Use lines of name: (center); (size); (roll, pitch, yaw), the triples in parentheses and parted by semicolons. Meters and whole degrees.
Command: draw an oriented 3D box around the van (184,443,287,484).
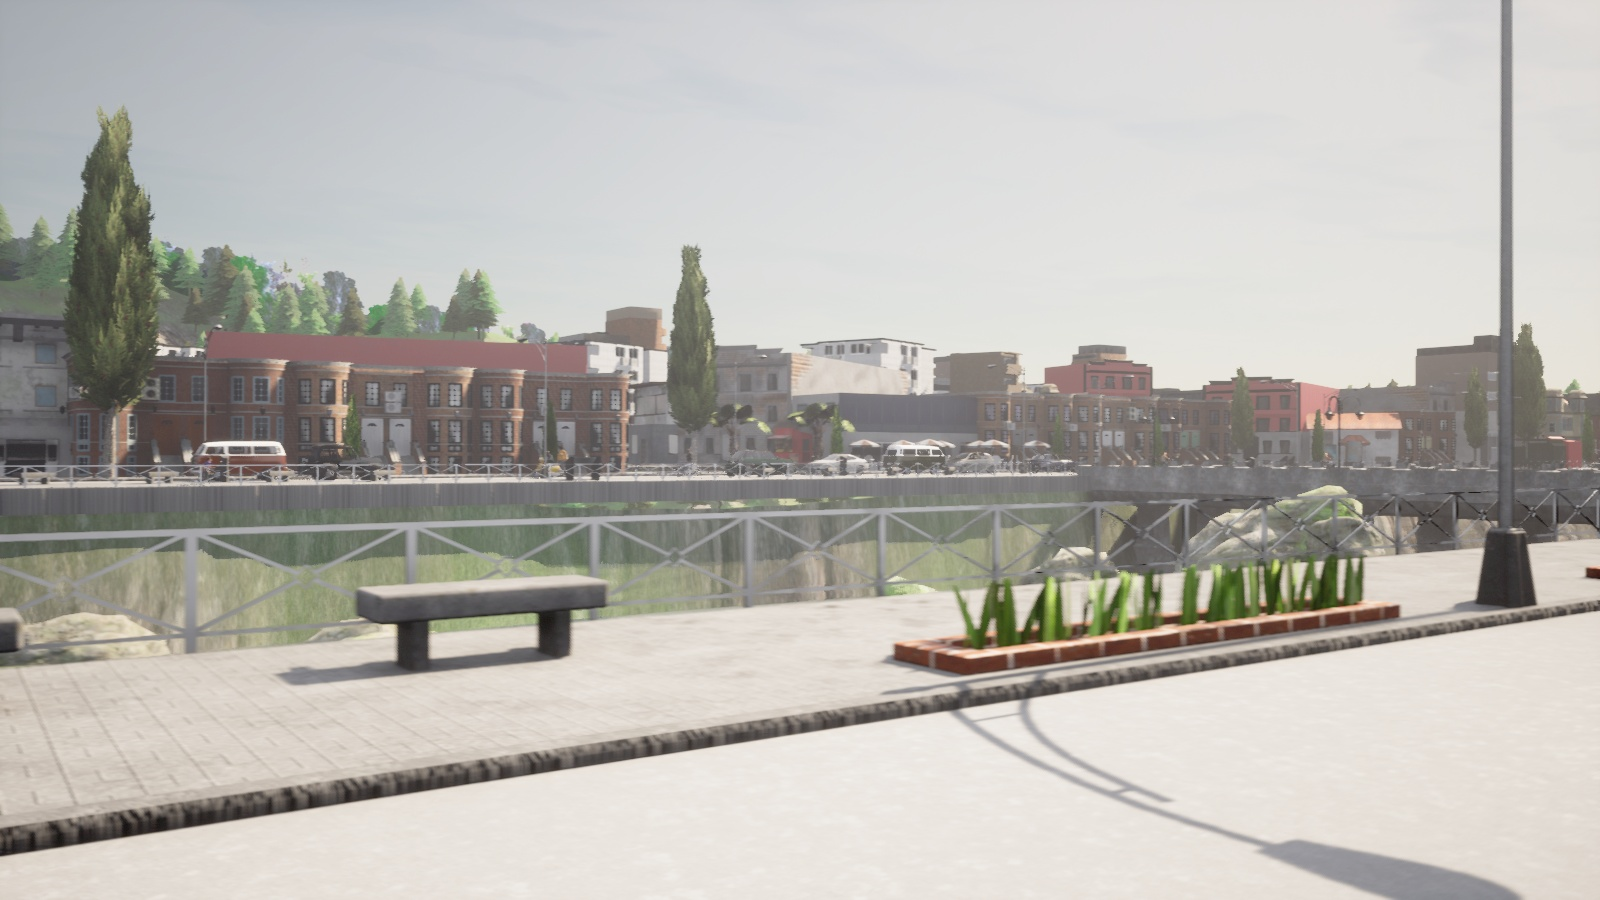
van: (-28.839, 0.686, 64.196); (4.480, 2.038, 2.069); (0, 0, -35)

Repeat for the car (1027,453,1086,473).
car: (18.930, 0.945, 92.591); (4.193, 1.474, 1.816); (0, 0, -35)

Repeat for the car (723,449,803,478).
car: (-2.293, 0.799, 77.810); (4.553, 1.767, 2.097); (0, 0, -35)

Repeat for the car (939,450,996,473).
car: (12.375, 0.844, 92.899); (3.988, 1.617, 1.851); (0, 0, -35)

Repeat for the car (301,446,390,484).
car: (-22.931, 0.745, 63.437); (3.866, 1.878, 1.905); (0, 0, -35)

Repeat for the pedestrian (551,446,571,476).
pedestrian: (-14.696, 0.675, 77.127); (0.900, 1.855, 0.874); (0, 0, -38)

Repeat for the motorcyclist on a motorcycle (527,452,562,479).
motorcyclist on a motorcycle: (-15.006, 0.911, 73.829); (1.817, 1.590, 0.866); (0, 0, -35)

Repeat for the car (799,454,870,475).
car: (2.401, 0.976, 85.952); (4.674, 1.442, 1.812); (0, 0, -35)

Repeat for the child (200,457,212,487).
child: (-24.772, 0.915, 52.362); (0.437, 1.263, 0.270); (0, 0, -34)

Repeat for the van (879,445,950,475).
van: (7.743, 0.660, 84.801); (4.480, 2.038, 2.069); (0, 0, -35)
